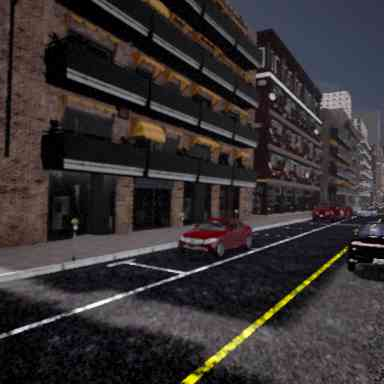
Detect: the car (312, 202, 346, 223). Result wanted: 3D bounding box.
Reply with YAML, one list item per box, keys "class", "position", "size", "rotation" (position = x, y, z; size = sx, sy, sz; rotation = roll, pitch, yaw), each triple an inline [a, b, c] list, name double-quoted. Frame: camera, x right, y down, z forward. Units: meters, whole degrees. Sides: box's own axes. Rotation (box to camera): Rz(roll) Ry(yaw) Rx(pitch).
- class: "car"
  position: [13.240, 1.930, 32.605]
  size: [2.192, 1.841, 5.009]
  rotation: [2, 0, 33]

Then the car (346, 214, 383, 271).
- class: "car"
  position: [6.485, 1.760, 11.230]
  size: [2.128, 1.511, 4.902]
  rotation: [1, 0, 33]

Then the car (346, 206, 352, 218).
- class: "car"
  position: [16.262, 2.176, 37.357]
  size: [1.967, 1.590, 4.097]
  rotation: [2, 0, 33]

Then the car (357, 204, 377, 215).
- class: "car"
  position: [20.998, 2.490, 39.816]
  size: [1.895, 1.301, 4.718]
  rotation: [1, -1, 33]

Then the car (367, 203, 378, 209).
- class: "car"
  position: [43.499, 3.367, 80.135]
  size: [2.008, 1.369, 4.403]
  rotation: [2, 0, 33]

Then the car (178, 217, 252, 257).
- class: "car"
  position: [1.124, 1.713, 13.591]
  size: [1.802, 1.307, 4.206]
  rotation: [2, 0, 33]
